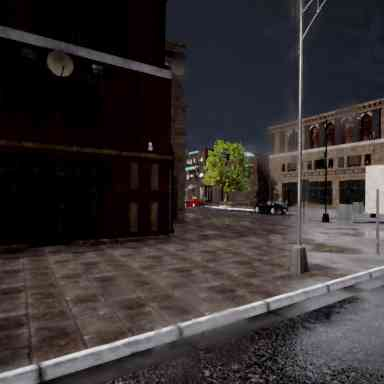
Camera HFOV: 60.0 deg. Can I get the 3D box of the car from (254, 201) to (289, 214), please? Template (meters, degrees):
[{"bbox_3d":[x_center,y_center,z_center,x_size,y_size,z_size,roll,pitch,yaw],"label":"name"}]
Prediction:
[{"bbox_3d":[8.499,1.624,35.983,2.008,1.369,4.403,1,-1,-27],"label":"car"}]

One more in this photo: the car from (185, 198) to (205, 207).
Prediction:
[{"bbox_3d":[0.421,1.621,51.459,1.887,1.381,4.507,1,-1,-27],"label":"car"}]
